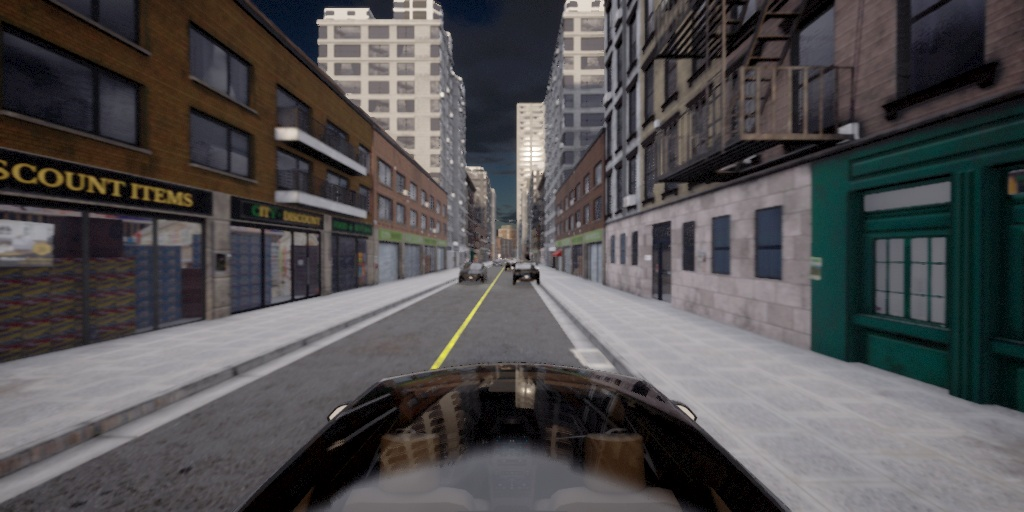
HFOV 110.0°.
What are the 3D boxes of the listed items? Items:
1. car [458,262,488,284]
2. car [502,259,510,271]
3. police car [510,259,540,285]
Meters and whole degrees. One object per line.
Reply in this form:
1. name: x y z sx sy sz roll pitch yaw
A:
1. car: -2.839 1.213 27.048 1.882 1.535 5.008 0 0 0
2. car: 0.039 1.218 47.864 1.882 1.535 5.008 0 -1 1
3. police car: 0.968 1.163 25.991 1.930 1.638 5.238 0 0 0
